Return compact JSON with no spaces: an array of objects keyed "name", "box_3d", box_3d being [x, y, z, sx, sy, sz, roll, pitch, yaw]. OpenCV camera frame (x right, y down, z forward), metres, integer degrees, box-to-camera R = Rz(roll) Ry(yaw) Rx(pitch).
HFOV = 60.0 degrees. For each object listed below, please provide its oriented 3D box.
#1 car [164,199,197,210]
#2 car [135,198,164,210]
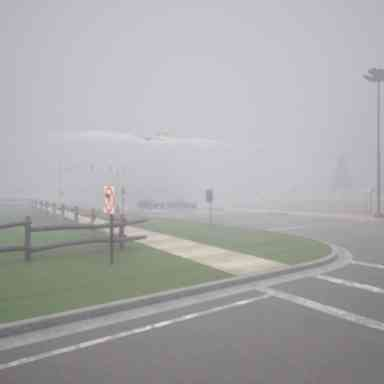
[{"name":"car","box_3d":[-1.300,1.575,43.009,1.895,1.301,4.718,0,0,-35]},{"name":"car","box_3d":[-5.472,1.526,42.887,2.033,1.411,5.357,0,0,-35]}]
